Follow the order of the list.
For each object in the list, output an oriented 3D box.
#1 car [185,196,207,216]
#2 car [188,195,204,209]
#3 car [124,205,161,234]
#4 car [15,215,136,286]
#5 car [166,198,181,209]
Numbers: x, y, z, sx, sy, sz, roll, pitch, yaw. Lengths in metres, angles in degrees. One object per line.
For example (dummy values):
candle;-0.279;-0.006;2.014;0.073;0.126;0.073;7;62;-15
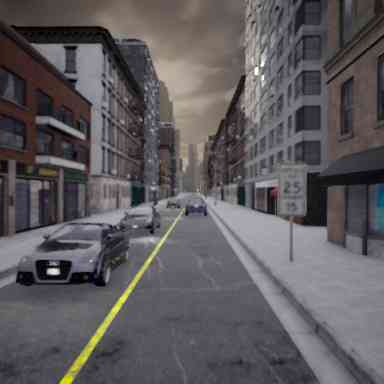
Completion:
car;0.434;1.363;33.116;2.097;1.767;4.553;0;0;1
car;0.566;1.366;45.553;2.097;1.767;4.553;0;0;1
car;-2.888;1.518;19.486;1.812;1.442;4.674;0;0;1
car;-3.016;1.554;9.267;1.994;1.385;4.181;0;0;1
car;-2.485;1.553;46.442;2.033;1.411;5.357;0;0;1
